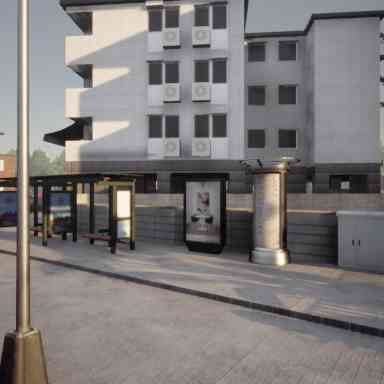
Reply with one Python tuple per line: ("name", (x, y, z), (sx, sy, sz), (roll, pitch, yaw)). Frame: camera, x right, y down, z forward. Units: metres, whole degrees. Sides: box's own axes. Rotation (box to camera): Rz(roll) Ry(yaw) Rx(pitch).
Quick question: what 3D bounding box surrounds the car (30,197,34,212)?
("car", (-16.702, 1.353, 34.492), (2.097, 1.767, 4.553), (0, 0, 36))
